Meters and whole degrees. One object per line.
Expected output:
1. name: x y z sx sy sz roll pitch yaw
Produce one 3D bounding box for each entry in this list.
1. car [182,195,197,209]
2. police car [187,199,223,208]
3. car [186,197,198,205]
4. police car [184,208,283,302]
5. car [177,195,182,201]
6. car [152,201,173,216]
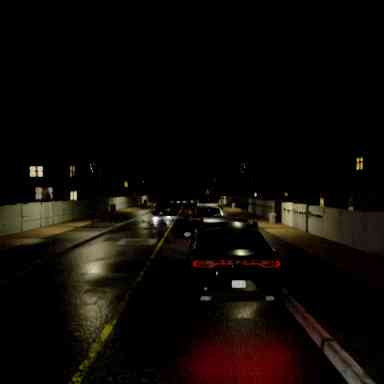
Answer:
1. car: 0.024 1.383 45.790 2.097 1.767 4.553 0 0 0
2. police car: 0.823 1.421 18.447 1.930 1.638 5.238 0 0 0
3. car: -0.005 1.634 59.758 1.994 1.385 4.181 0 0 0
4. police car: 0.824 1.420 8.445 1.930 1.638 5.238 0 0 0
5. car: -2.758 1.539 87.196 2.097 1.767 4.553 0 0 0
6. car: -2.853 1.556 33.181 2.033 1.411 5.357 0 0 0
